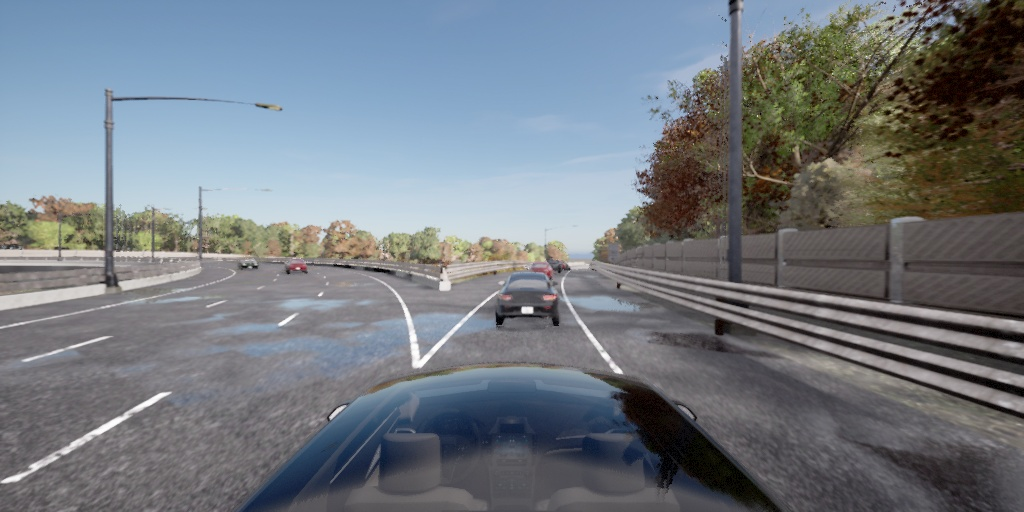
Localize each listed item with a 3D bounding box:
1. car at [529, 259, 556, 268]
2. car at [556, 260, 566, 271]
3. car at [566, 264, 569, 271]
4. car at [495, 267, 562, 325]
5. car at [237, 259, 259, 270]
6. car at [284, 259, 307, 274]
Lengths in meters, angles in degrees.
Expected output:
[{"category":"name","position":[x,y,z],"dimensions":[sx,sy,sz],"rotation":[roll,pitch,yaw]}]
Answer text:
[{"category":"car","position":[2.234,1.174,27.987],"dimensions":[1.812,1.442,4.674],"rotation":[0,0,9]},{"category":"car","position":[4.733,1.146,41.216],"dimensions":[2.128,1.511,4.902],"rotation":[0,0,11]},{"category":"car","position":[7.517,1.553,56.343],"dimensions":[1.812,1.442,4.674],"rotation":[0,-2,11]},{"category":"car","position":[0.525,1.238,11.538],"dimensions":[1.812,1.442,4.674],"rotation":[0,0,3]},{"category":"car","position":[-34.487,1.098,46.793],"dimensions":[1.895,1.301,4.718],"rotation":[0,0,-43]},{"category":"car","position":[-23.026,1.081,38.224],"dimensions":[1.812,1.442,4.674],"rotation":[0,0,-36]}]
